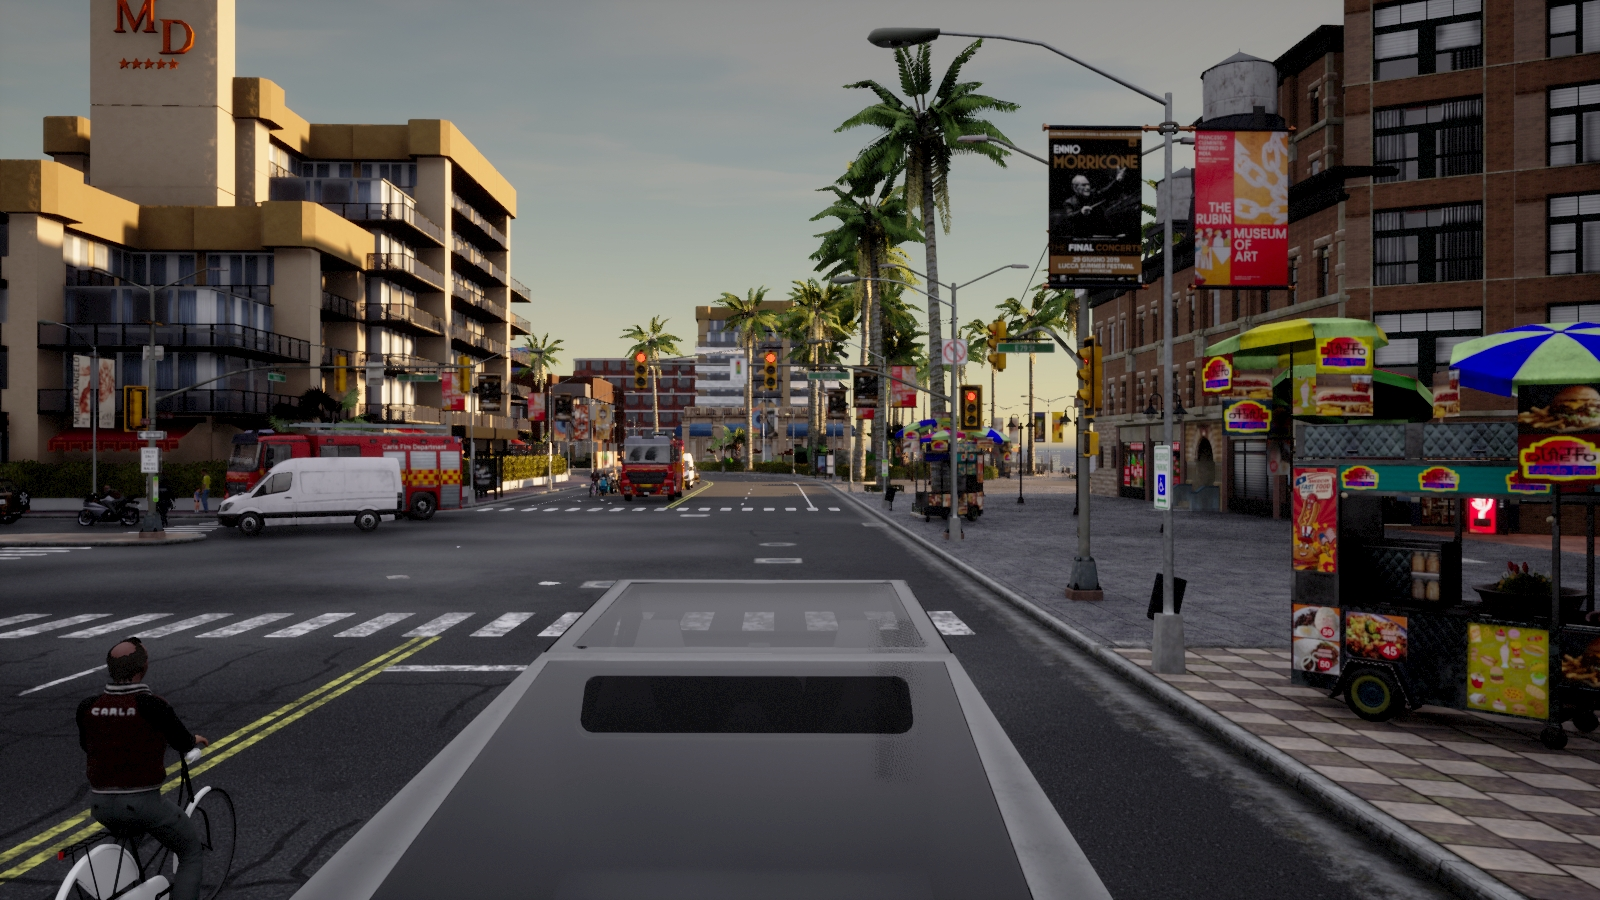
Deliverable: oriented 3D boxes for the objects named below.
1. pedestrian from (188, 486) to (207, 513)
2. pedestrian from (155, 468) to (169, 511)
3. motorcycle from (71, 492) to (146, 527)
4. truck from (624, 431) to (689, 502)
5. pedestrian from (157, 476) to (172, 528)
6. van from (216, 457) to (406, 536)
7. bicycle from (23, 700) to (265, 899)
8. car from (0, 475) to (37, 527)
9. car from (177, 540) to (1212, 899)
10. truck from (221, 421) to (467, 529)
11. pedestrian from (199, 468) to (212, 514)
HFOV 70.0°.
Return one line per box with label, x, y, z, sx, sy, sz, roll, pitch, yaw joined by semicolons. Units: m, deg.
pedestrian;-25.168;2.077;47.714;0.500;1.100;0.500;0;0;12
pedestrian;-27.627;1.698;49.483;0.375;1.860;0.375;0;0;-1
motorcycle;-25.598;2.205;42.324;2.209;1.251;0.867;0;0;-5
truck;-8.113;0.890;65.657;2.891;3.827;8.468;0;0;-1
pedestrian;-22.696;1.848;40.824;0.375;1.860;0.375;0;0;-13
van;-16.909;1.534;39.655;5.915;2.561;1.988;0;0;-25
bicycle;-3.625;2.210;6.485;0.329;1.171;1.835;0;0;0
car;-31.074;1.864;42.073;4.605;1.855;1.932;0;0;-2
car;-0.214;1.754;5.773;2.390;2.098;6.274;0;0;1
truck;-17.605;0.890;44.625;8.468;3.827;2.891;0;0;-45
pedestrian;-24.645;1.696;47.372;0.375;1.860;0.375;0;0;-8
